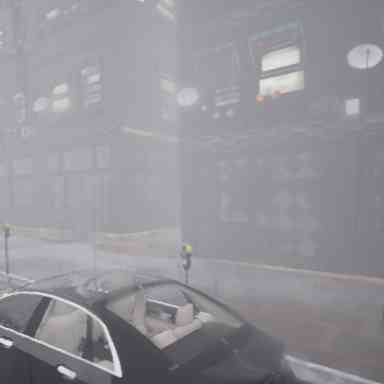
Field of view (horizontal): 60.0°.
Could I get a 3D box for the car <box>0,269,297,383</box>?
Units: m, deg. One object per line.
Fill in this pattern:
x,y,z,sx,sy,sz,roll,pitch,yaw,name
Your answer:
-1.168,1.532,3.570,4.403,1.369,2.008,0,-1,35,car
